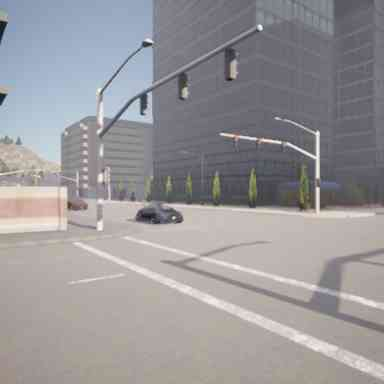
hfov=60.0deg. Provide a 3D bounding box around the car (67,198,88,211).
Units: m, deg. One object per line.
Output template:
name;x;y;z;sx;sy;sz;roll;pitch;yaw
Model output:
car;-14.134;1.465;40.224;1.882;1.535;5.008;0;0;-36

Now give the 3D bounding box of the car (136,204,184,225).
car;-2.382;1.552;23.914;1.994;1.385;4.181;0;0;-36
